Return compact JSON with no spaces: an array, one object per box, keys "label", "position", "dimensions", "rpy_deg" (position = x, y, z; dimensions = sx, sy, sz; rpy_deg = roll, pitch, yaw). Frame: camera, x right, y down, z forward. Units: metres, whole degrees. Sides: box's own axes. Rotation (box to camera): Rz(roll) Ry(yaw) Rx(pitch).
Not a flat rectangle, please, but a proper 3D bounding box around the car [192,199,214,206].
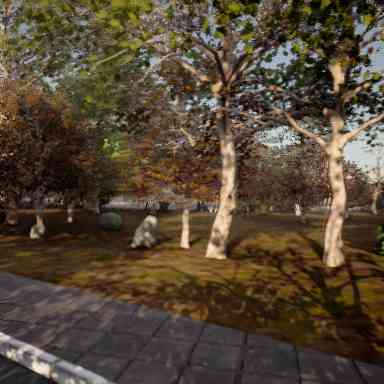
[{"label":"car","position":[2.536,2.678,91.834],"dimensions":[2.435,2.045,5.566],"rpy_deg":[4,0,43]}]
